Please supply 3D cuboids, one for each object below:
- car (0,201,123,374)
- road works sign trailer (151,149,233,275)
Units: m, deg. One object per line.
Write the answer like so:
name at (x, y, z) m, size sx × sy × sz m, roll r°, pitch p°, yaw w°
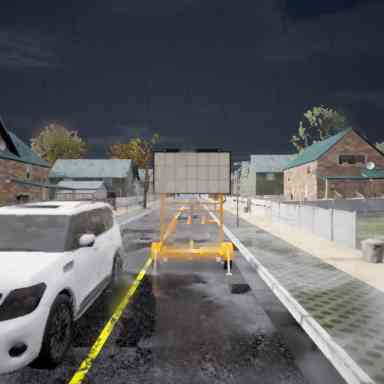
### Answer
car at (-2.749, 1.224, 6.066) m, size 2.150 × 2.045 × 5.566 m, roll 0°, pitch 0°, yaw 0°
road works sign trailer at (0.000, 0.469, 10.416) m, size 2.380 × 3.560 × 2.880 m, roll 0°, pitch 0°, yaw 0°
